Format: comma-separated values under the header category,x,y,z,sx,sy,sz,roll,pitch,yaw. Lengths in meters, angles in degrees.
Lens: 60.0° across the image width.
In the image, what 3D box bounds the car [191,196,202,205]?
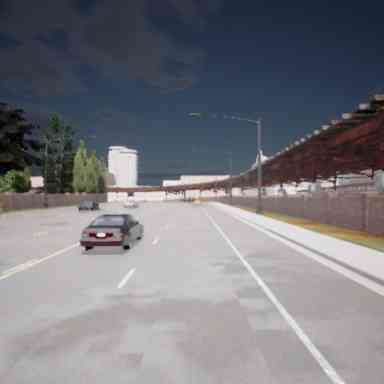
category,x,y,z,sx,sy,sz,roll,pitch,yaw
car,1.215,2.024,71.245,1.801,1.575,5.366,0,0,0

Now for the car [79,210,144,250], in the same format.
category,x,y,z,sx,sy,sz,roll,pitch,yaw
car,-3.401,1.667,14.944,2.033,1.411,5.357,0,0,0

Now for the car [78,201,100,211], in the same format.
category,x,y,z,sx,sy,sz,roll,pitch,yaw
car,-14.072,1.926,45.604,1.994,1.385,4.181,0,-1,0

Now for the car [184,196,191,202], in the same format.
category,x,y,z,sx,sy,sz,roll,pitch,yaw
car,-0.267,1.963,91.025,2.097,1.767,4.553,0,-1,-4

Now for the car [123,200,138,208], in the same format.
category,x,y,z,sx,sy,sz,roll,pitch,yaw
car,-10.531,2.055,57.059,1.895,1.301,4.718,0,0,1
